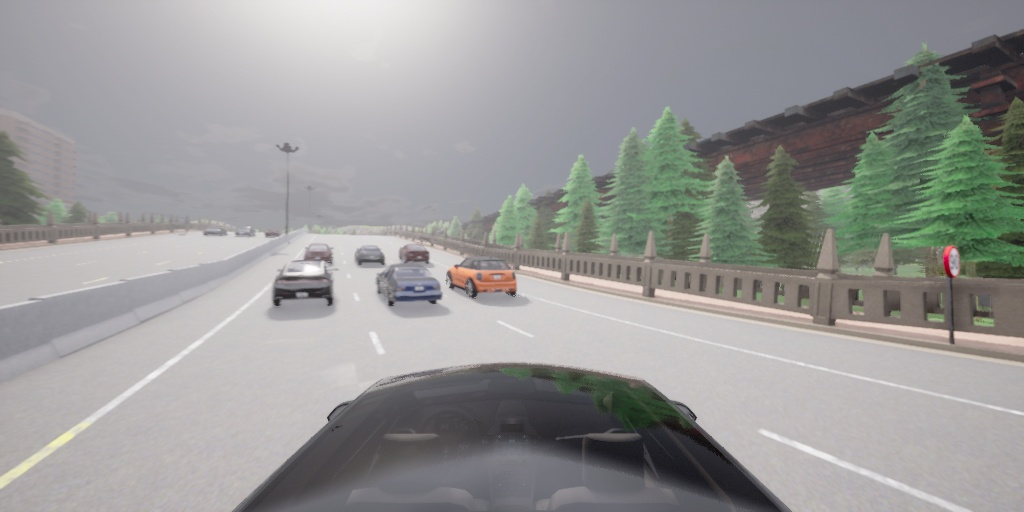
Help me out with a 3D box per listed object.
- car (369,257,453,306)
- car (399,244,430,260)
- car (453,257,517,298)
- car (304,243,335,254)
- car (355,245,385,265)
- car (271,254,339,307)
[{"bbox_3d":[-4.286,1.022,14.466,2.033,1.411,5.357,0,3,-27],"label":"car"},{"bbox_3d":[-8.312,-0.290,30.279,1.882,1.535,5.008,0,6,-26],"label":"car"},{"bbox_3d":[-1.548,0.798,16.829,2.097,1.767,4.553,0,3,-26],"label":"car"},{"bbox_3d":[-14.366,-0.230,26.727,1.812,1.442,4.674,0,6,-26],"label":"car"},{"bbox_3d":[-11.165,-0.158,28.145,1.994,1.385,4.181,0,5,-26],"label":"car"},{"bbox_3d":[-7.802,0.909,13.680,2.128,1.511,4.902,0,3,-26],"label":"car"}]
